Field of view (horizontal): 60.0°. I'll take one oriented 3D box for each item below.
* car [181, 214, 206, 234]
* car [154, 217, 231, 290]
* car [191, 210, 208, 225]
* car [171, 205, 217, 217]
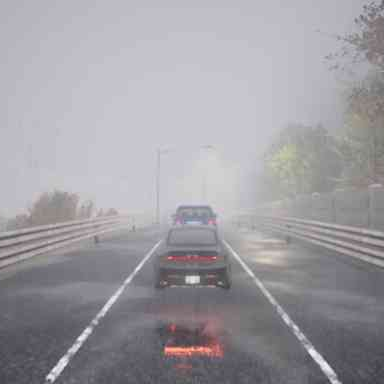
[{"bbox_3d":[0.123,2.453,26.521,1.812,1.442,4.674,0,-3,1],"label":"car"},{"bbox_3d":[0.015,1.690,9.557,1.837,1.490,4.892,0,-1,0],"label":"car"},{"bbox_3d":[0.962,3.495,45.822,2.150,2.045,5.566,0,-4,-1],"label":"car"},{"bbox_3d":[0.119,1.654,16.689,2.150,2.045,5.566,0,-2,0],"label":"car"}]
